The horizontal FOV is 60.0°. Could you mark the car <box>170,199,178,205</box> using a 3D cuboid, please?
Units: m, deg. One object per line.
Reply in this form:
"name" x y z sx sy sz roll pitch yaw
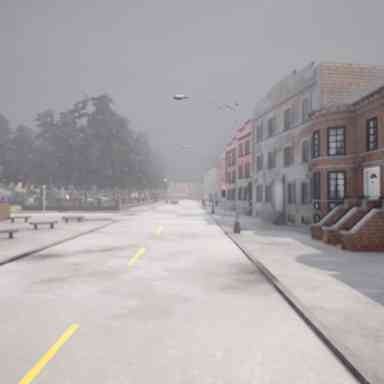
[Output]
"car" -4.209 2.493 79.469 2.033 1.411 5.357 0 -1 0
